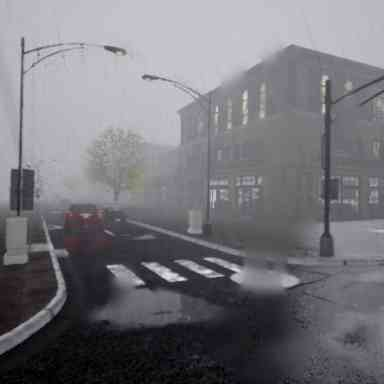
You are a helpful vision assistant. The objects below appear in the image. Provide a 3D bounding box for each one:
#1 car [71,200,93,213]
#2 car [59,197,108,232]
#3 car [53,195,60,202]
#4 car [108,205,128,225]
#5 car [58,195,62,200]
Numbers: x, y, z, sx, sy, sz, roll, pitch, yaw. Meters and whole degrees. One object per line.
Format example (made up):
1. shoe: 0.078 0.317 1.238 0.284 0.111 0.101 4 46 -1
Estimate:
1. car: -13.437 1.701 40.474 1.887 1.381 4.507 1 -1 -25
2. car: -6.971 1.424 20.946 2.097 1.767 4.553 1 -1 -25
3. car: -34.595 1.562 85.480 2.192 1.841 5.009 1 -1 -25
4. car: -5.981 1.674 24.688 2.008 1.369 4.403 1 -1 -25
5. car: -22.843 1.779 60.475 1.802 1.307 4.206 1 -1 -25
